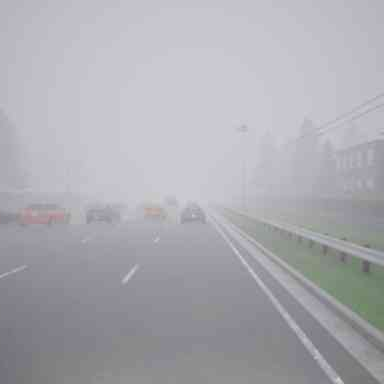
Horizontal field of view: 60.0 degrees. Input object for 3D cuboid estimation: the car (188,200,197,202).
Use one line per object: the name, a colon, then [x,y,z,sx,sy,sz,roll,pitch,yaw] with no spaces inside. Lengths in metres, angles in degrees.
car: [0.108,1.995,51.800,2.033,1.411,5.357,0,0,0]

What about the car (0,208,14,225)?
car: [-13.896,1.808,23.654,1.895,1.301,4.718,0,0,0]

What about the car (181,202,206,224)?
car: [0.104,1.802,27.442,1.994,1.385,4.181,0,0,0]

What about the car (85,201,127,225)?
car: [-6.896,1.721,26.284,2.128,1.511,4.902,0,0,0]

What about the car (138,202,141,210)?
car: [-6.891,1.996,49.869,1.994,1.385,4.181,0,0,0]

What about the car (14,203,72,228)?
car: [-10.395,1.561,24.026,2.097,1.767,4.553,0,-1,0]

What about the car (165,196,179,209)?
car: [-3.390,1.689,53.962,2.150,2.045,5.566,0,0,0]

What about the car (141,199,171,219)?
car: [-3.394,1.755,32.085,1.882,1.535,5.008,0,0,0]
